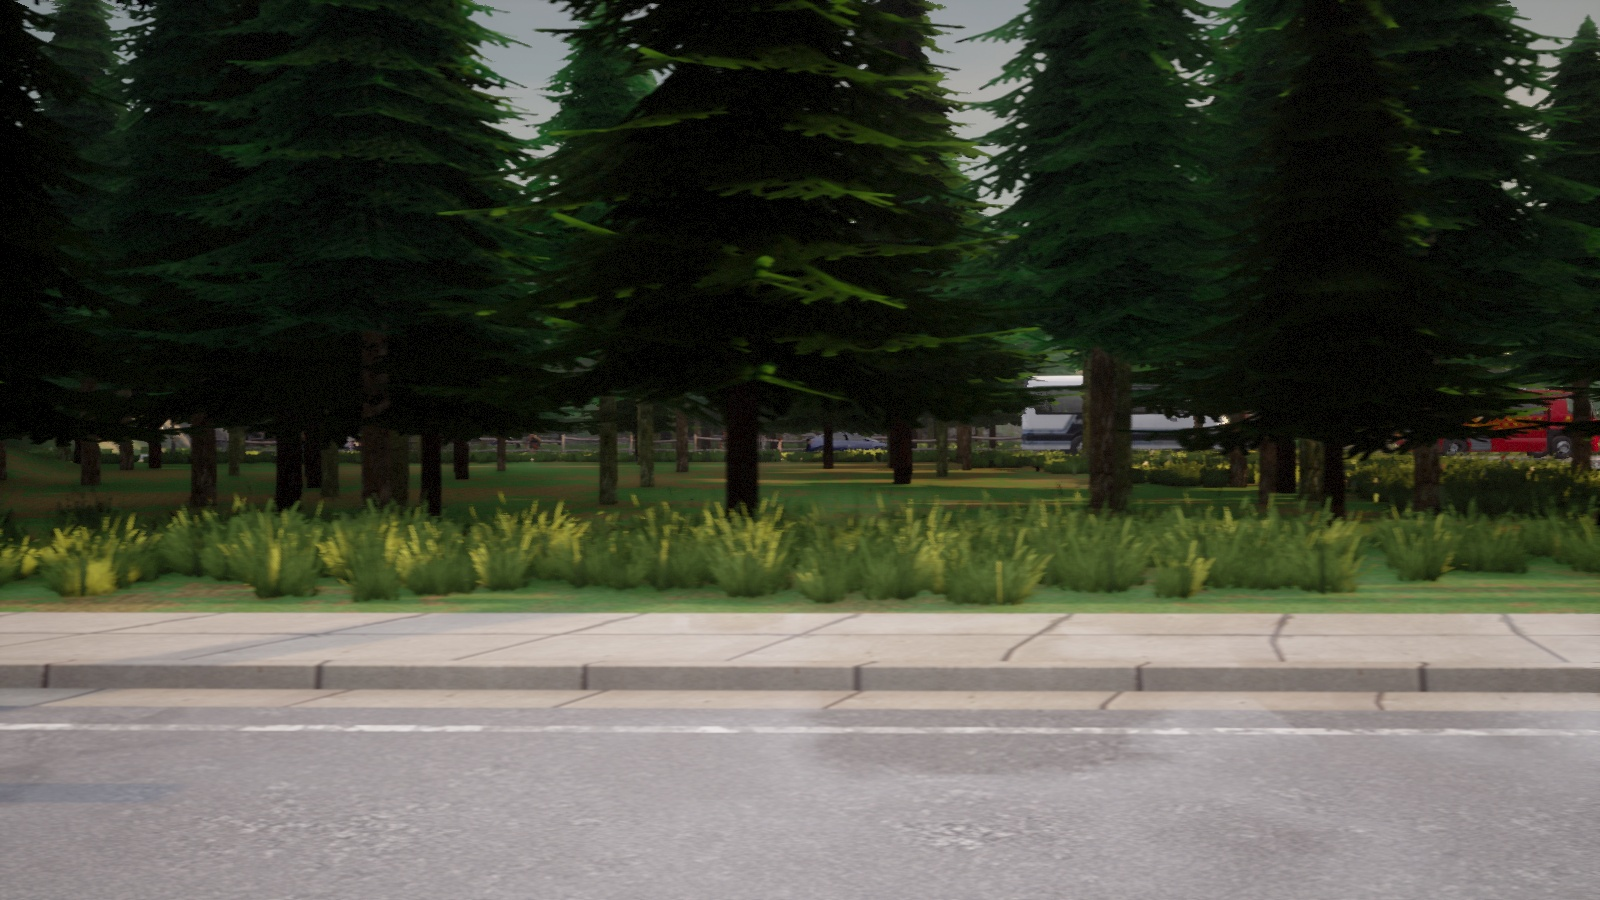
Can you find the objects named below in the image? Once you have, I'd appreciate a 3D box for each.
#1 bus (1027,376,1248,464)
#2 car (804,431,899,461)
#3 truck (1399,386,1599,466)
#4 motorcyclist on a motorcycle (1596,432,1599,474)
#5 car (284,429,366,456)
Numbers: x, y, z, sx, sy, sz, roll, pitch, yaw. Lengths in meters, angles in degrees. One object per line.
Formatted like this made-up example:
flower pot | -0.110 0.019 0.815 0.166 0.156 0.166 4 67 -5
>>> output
bus | 16.849 -1.514 63.545 10.273 4.253 3.944 0 1 5
car | 2.662 -0.205 64.759 4.792 1.488 2.163 0 1 4
truck | 34.497 -1.199 61.843 8.468 3.827 2.891 0 1 5
motorcyclist on a motorcycle | 31.725 0.148 48.312 0.766 1.649 2.350 0 1 3
car | -26.543 -0.433 70.198 3.806 1.475 1.970 0 1 3
